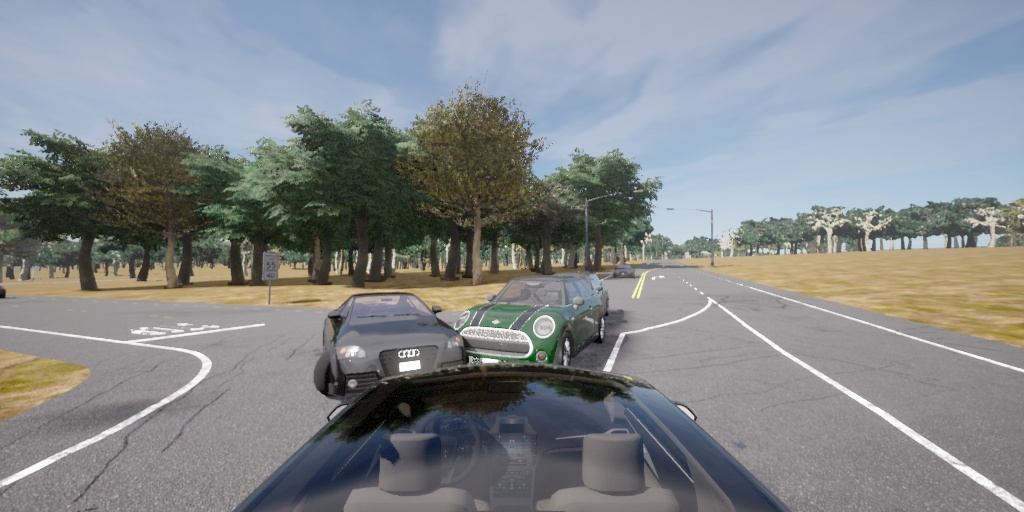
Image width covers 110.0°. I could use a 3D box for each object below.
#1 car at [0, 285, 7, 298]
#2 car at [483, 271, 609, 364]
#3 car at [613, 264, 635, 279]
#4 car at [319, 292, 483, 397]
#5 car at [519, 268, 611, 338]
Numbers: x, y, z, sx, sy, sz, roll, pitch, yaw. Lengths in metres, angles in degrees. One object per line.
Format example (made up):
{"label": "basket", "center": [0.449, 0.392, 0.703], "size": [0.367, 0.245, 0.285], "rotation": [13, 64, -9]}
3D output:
{"label": "car", "center": [-40.862, 2.585, 27.404], "size": [4.181, 1.385, 1.994], "rotation": [-2, -3, 22]}
{"label": "car", "center": [0.615, 1.222, 7.847], "size": [2.097, 1.767, 4.553], "rotation": [-1, -2, 26]}
{"label": "car", "center": [11.418, 1.551, 36.423], "size": [1.994, 1.385, 4.181], "rotation": [-1, 0, 21]}
{"label": "car", "center": [-2.356, 1.380, 6.642], "size": [1.994, 1.385, 4.181], "rotation": [1, -2, -29]}
{"label": "car", "center": [2.022, 1.352, 12.160], "size": [2.097, 1.767, 4.553], "rotation": [-1, -1, 21]}
